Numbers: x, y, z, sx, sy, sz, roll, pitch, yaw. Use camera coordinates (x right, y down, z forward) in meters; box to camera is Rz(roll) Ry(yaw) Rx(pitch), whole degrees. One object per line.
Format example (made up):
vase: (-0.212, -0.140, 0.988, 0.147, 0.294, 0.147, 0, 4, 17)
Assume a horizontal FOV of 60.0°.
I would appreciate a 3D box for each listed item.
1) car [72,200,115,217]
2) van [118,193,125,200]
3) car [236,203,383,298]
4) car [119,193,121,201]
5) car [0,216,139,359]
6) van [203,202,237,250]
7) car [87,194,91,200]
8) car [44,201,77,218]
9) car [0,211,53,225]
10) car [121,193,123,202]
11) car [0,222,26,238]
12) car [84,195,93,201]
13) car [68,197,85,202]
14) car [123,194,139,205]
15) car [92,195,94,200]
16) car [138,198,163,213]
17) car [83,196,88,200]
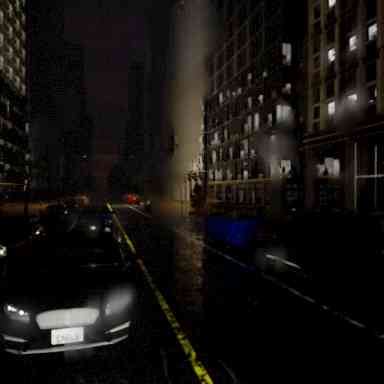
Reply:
car: (-5.482, 1.468, 18.946, 1.882, 1.535, 5.008, 0, 0, -15)
van: (-19.229, 1.288, 90.840, 1.690, 1.788, 3.998, -1, 0, -15)
car: (3.231, 1.310, 8.597, 2.192, 1.841, 5.009, -1, 0, -15)
car: (-14.736, 1.399, 74.392, 1.967, 1.590, 4.097, -1, 0, -15)
car: (-2.169, 1.488, 6.421, 2.128, 1.511, 4.902, 0, 0, -15)
van: (1.734, 1.333, 14.080, 1.690, 1.788, 3.998, -1, 0, -15)
car: (-16.831, 1.414, 50.253, 1.967, 1.590, 4.097, -1, 0, -15)
car: (-9.344, 1.540, 22.839, 2.008, 1.369, 4.403, -1, 0, -15)
car: (-6.349, 1.577, 11.873, 1.802, 1.307, 4.206, -1, 0, -15)
car: (-11.743, 1.281, 63.427, 2.192, 1.841, 5.009, -1, 0, -15)
car: (-4.852, 1.548, 6.390, 2.008, 1.369, 4.403, -1, 0, -15)
car: (-25.814, 1.504, 83.151, 2.008, 1.369, 4.403, -1, 0, -15)
car: (-12.338, 1.534, 33.804, 2.008, 1.369, 4.403, -1, 0, -15)
car: (-10.246, 1.284, 57.943, 2.192, 1.841, 5.009, -1, 0, -15)
car: (-22.820, 1.527, 72.185, 1.947, 1.339, 4.313, -1, 0, -15)
car: (-4.254, 1.532, 36.012, 2.008, 1.369, 4.403, -1, 0, -15)
car: (-15.333, 1.559, 44.770, 1.802, 1.307, 4.206, -1, 0, -15)
